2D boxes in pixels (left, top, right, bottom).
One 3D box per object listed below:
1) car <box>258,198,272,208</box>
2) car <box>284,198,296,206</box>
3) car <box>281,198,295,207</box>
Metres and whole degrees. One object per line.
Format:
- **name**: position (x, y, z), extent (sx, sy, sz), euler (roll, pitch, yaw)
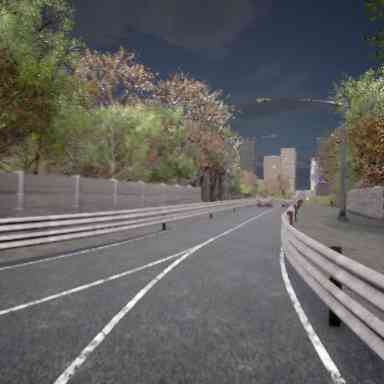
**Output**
- **car**: position (11.582, 1.651, 52.670), extent (1.882, 1.535, 5.008), euler (1, 0, 19)
- **car**: position (19.051, 1.859, 64.565), extent (2.128, 1.511, 4.902), euler (1, -1, 19)
- **car**: position (15.782, 1.805, 54.819), extent (2.033, 1.411, 5.357), euler (1, 0, 19)
